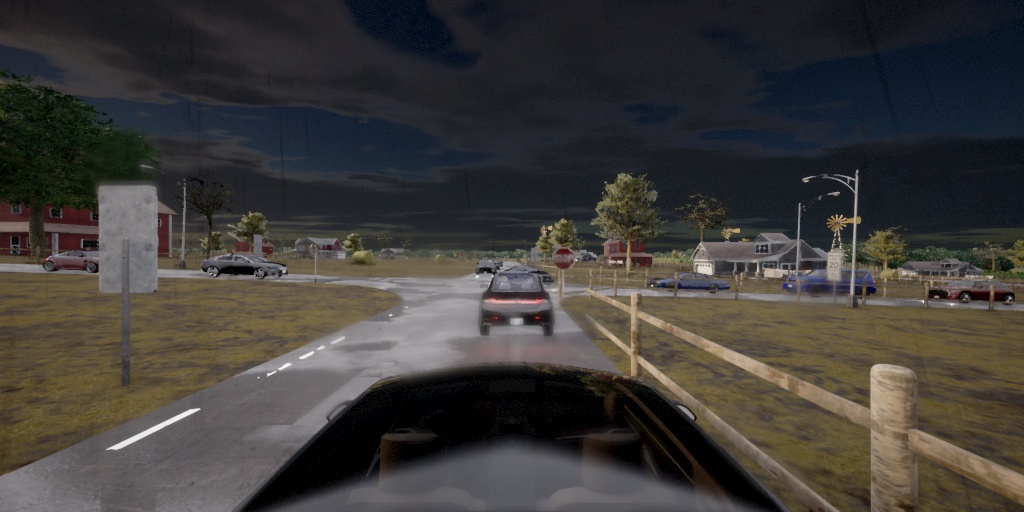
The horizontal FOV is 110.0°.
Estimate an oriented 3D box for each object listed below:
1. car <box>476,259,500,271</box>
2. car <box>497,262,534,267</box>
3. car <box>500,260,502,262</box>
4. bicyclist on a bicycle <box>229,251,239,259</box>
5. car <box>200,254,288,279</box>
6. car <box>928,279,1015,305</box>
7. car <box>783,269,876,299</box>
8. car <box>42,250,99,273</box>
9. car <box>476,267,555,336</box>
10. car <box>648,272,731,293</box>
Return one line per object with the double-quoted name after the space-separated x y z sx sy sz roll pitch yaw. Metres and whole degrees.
-2.792 1.134 39.687 2.097 1.767 4.553 0 0 0 "car"
1.181 1.410 26.537 1.994 1.385 4.181 2 1 -43 "car"
-2.751 1.303 53.108 1.837 1.490 4.892 0 0 0 "car"
-22.577 0.419 29.056 0.582 1.620 1.656 2 0 0 "bicyclist on a bicycle"
-17.100 0.645 23.068 4.902 1.511 2.128 2 0 0 "car"
33.060 2.483 25.996 4.553 1.767 2.097 2 0 0 "car"
22.971 1.940 26.007 5.566 2.045 2.150 2 0 0 "car"
-27.149 0.345 23.073 4.181 1.385 1.994 2 0 0 "car"
0.111 1.246 10.383 2.128 1.511 4.902 0 0 0 "car"
12.783 1.860 25.972 5.357 1.411 2.033 2 0 -1 "car"
